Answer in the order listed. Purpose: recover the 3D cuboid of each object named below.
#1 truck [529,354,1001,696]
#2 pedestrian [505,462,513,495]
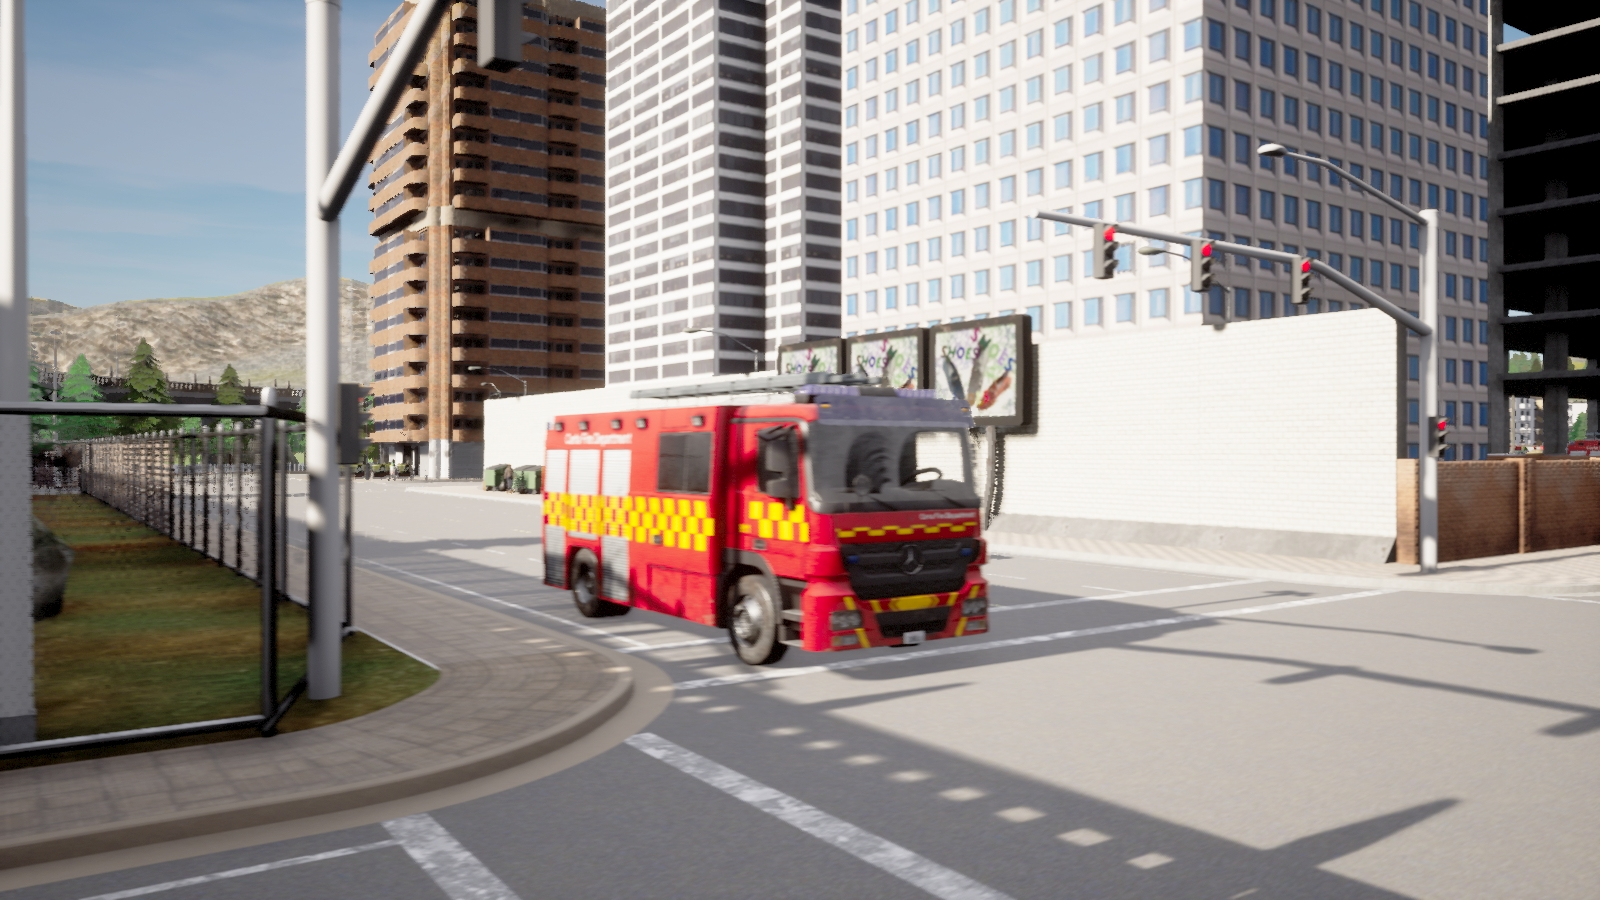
[{"bbox_3d":[-1.074,0.838,17.088,2.891,3.827,8.468,0,0,-35],"label":"truck"},{"bbox_3d":[-16.794,1.640,65.891,0.375,1.860,0.375,0,0,-33],"label":"pedestrian"}]
